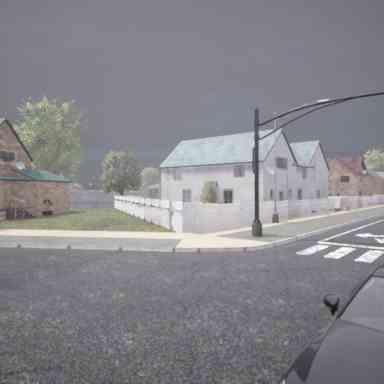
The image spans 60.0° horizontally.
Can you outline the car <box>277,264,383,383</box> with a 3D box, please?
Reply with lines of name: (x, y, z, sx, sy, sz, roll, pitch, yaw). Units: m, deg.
car: (2.552, 1.524, 3.450, 1.812, 1.442, 4.674, 0, 0, 42)
